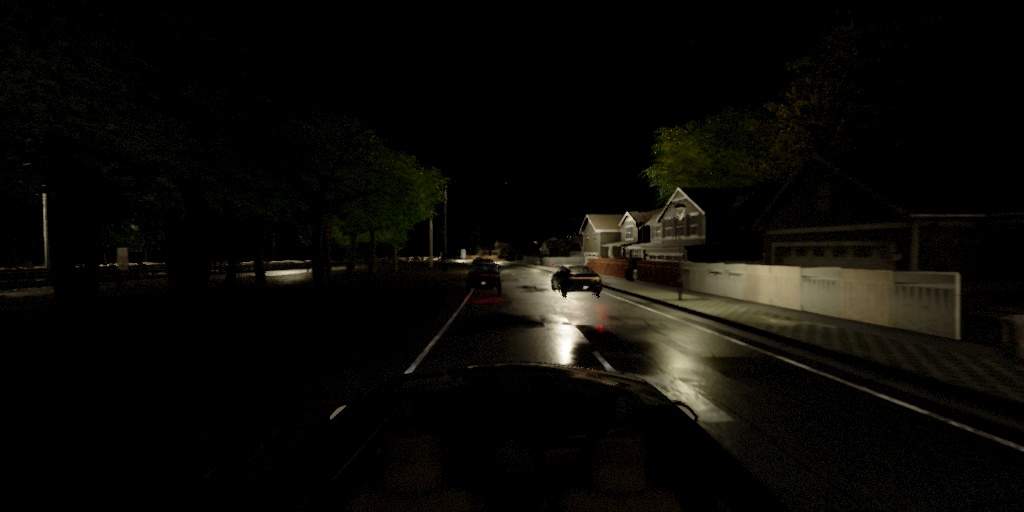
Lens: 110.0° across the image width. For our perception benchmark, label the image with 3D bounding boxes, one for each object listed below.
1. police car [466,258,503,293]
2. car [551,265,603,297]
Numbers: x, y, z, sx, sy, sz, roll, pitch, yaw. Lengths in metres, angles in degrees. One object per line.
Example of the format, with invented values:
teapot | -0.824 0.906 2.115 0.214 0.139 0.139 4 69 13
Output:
police car | -1.553 1.128 20.546 1.930 1.638 5.238 0 0 -3
car | 3.162 1.191 18.330 2.128 1.511 4.902 0 0 -3
